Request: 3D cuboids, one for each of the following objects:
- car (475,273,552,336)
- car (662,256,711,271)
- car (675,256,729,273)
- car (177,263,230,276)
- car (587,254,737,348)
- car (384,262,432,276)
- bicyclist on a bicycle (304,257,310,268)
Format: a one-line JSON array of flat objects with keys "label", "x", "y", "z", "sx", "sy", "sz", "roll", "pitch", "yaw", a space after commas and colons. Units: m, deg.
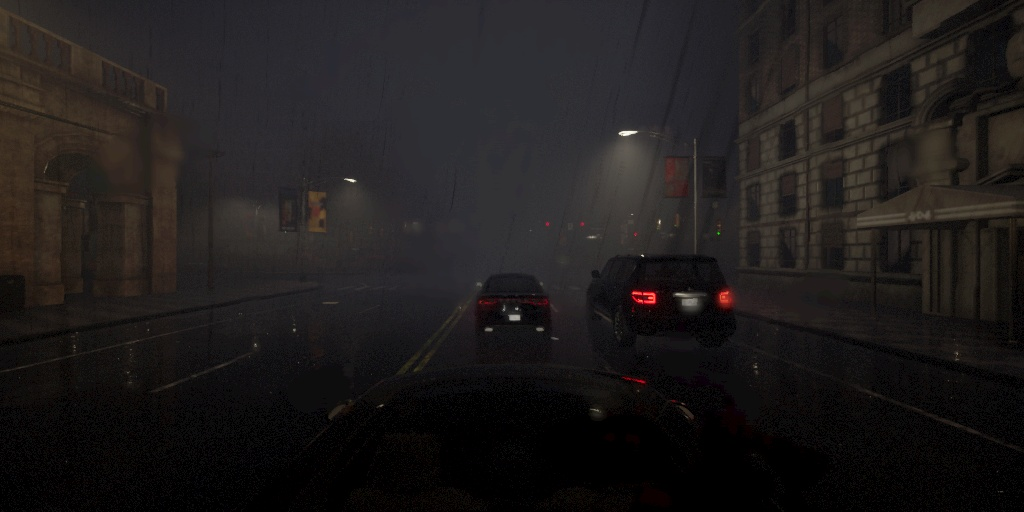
[{"label": "car", "x": -0.011, "y": 1.228, "z": 10.494, "sx": 1.882, "sy": 1.535, "sz": 5.008, "roll": 0, "pitch": 0, "yaw": -2}, {"label": "car", "x": 23.182, "y": 0.971, "z": 47.781, "sx": 5.566, "sy": 2.045, "sz": 2.150, "roll": 0, "pitch": 0, "yaw": 0}, {"label": "car", "x": 23.387, "y": 0.971, "z": 44.270, "sx": 5.566, "sy": 2.045, "sz": 2.150, "roll": 0, "pitch": 0, "yaw": 1}, {"label": "car", "x": -31.049, "y": 1.351, "z": 35.749, "sx": 4.718, "sy": 1.301, "sz": 1.895, "roll": 0, "pitch": 0, "yaw": 0}, {"label": "car", "x": 3.455, "y": 0.971, "z": 9.415, "sx": 2.150, "sy": 2.045, "sz": 5.566, "roll": 0, "pitch": 0, "yaw": 2}, {"label": "car", "x": -10.390, "y": 1.275, "z": 35.880, "sx": 4.674, "sy": 1.442, "sz": 1.812, "roll": 0, "pitch": 0, "yaw": -1}, {"label": "bicyclist on a bicycle", "x": -31.577, "y": 1.050, "z": 55.228, "sx": 0.582, "sy": 1.620, "sz": 1.656, "roll": 0, "pitch": 0, "yaw": 0}]
